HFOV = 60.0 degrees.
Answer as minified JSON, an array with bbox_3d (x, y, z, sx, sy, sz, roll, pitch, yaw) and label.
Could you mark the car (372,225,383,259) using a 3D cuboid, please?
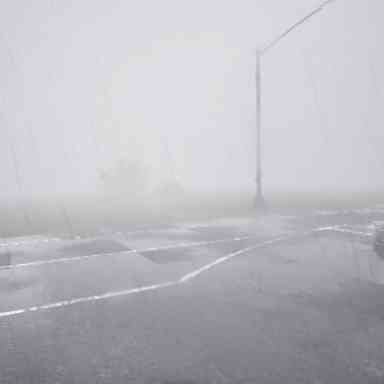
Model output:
[{"bbox_3d":[6.765,1.066,8.729,4.181,1.385,1.994,-2,3,-27],"label":"car"}]
